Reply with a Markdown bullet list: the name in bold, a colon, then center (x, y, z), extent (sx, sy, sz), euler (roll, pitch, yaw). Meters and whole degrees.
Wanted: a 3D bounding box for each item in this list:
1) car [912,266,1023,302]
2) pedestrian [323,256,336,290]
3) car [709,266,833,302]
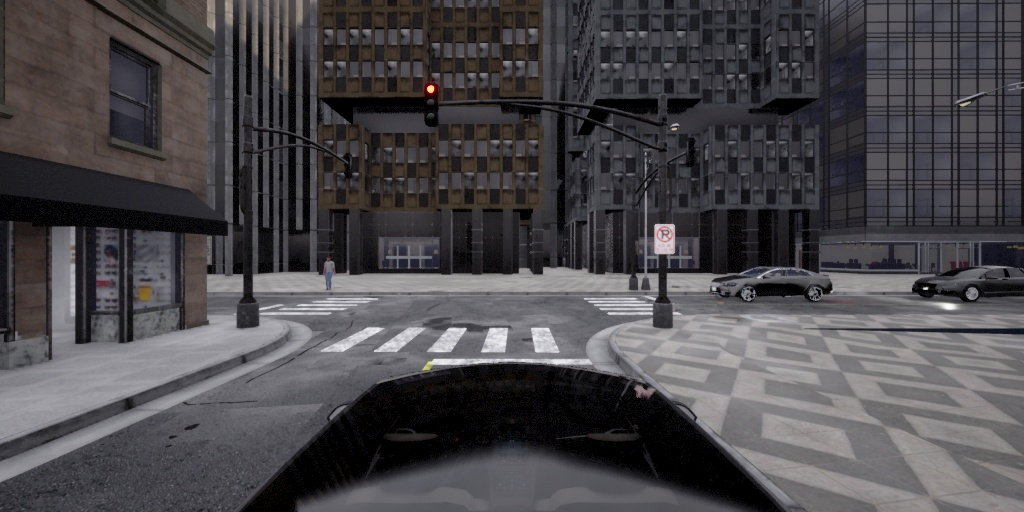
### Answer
- **car**: center (21.149, 1.223, 16.211), extent (4.892, 1.490, 1.837), euler (0, 0, 1)
- **pedestrian**: center (-9.935, 0.902, 19.445), extent (0.375, 1.860, 0.375), euler (0, 0, 0)
- **car**: center (11.629, 1.223, 16.274), extent (4.902, 1.511, 2.128), euler (0, 0, 0)
